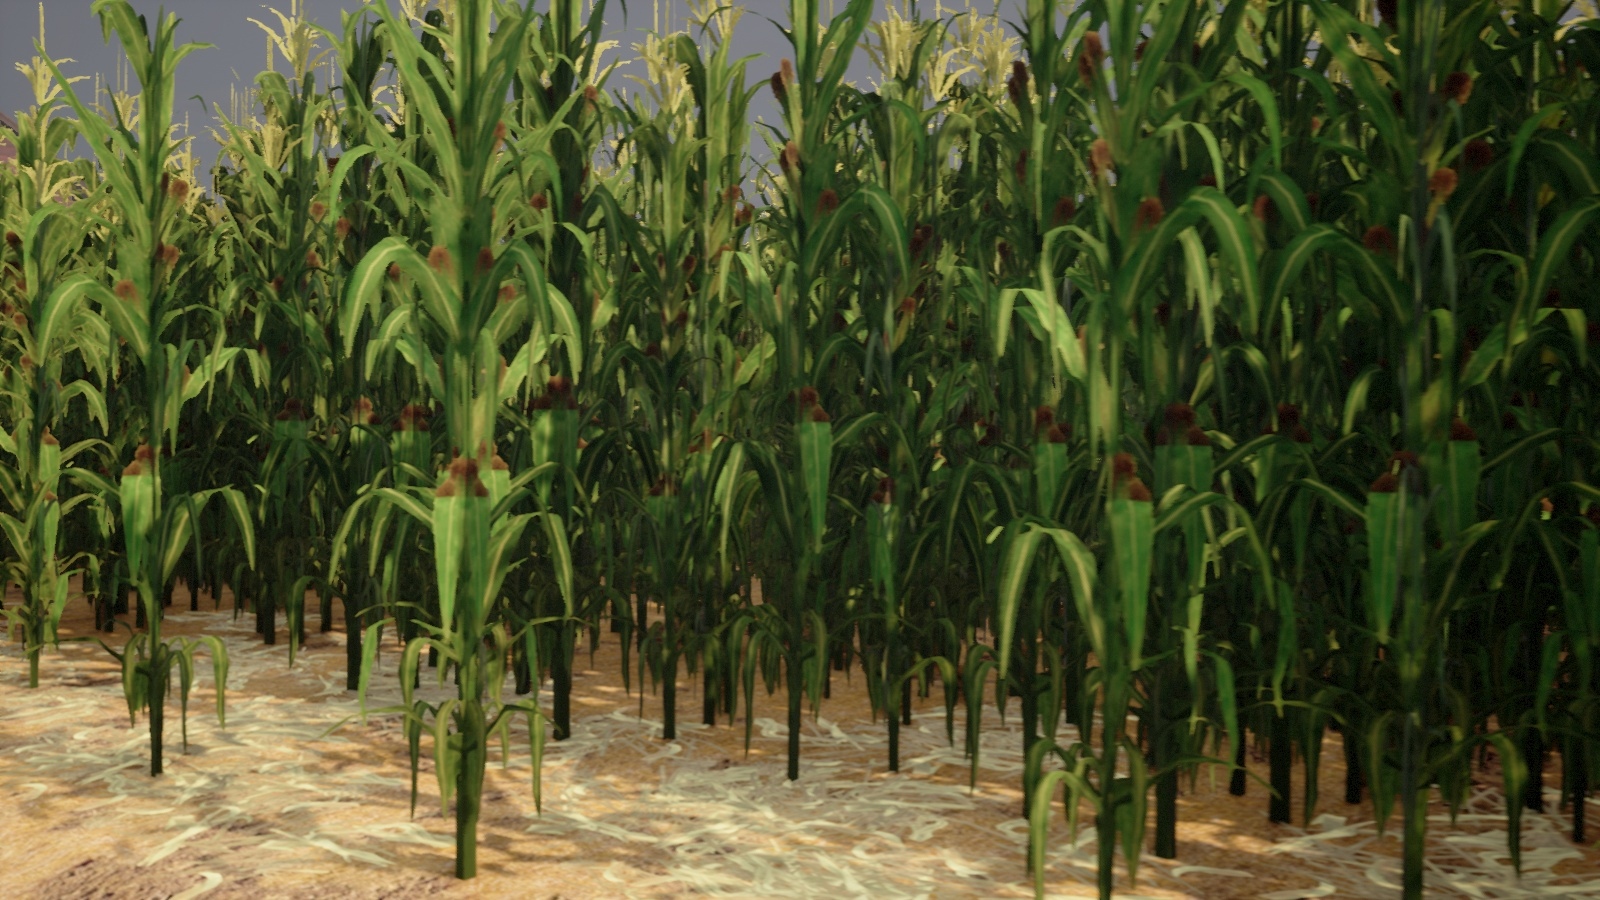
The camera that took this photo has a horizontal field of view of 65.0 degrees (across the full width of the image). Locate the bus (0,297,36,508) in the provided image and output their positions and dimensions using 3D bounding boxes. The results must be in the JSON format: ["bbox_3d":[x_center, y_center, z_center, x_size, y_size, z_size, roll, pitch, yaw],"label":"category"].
[{"bbox_3d":[-20.251,-0.896,22.684,3.944,4.253,10.273,0,1,34],"label":"bus"}]
